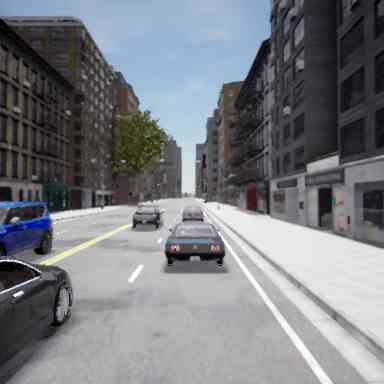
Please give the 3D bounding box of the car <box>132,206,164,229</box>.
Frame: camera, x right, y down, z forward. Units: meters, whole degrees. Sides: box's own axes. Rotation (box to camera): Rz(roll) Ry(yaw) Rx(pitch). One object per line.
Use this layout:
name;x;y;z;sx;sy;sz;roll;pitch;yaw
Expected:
car;-3.159;1.802;24.494;2.128;1.511;4.902;0;-1;0

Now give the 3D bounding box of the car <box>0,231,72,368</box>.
car;-3.149;1.559;4.330;1.837;1.490;4.892;0;-1;0

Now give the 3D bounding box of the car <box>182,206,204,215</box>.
car;0.089;1.916;28.889;2.033;1.411;5.357;0;-1;0

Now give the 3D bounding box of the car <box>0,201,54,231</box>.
car;-6.604;1.361;11.175;2.150;2.045;5.566;0;-1;0

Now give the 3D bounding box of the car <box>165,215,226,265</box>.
car;0.097;1.754;12.269;1.895;1.301;4.718;0;-1;0
